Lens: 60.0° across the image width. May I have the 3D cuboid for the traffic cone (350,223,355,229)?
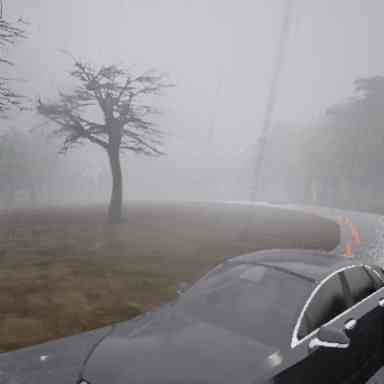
[{"bbox_3d":[10.591,2.504,21.685,0.340,0.580,0.340,-1,-2,24],"label":"traffic cone"}]

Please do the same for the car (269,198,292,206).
[{"bbox_3d":[16.323,1.765,61.604,2.033,1.411,5.357,-2,2,-19],"label":"car"}]

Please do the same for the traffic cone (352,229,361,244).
[{"bbox_3d":[8.574,2.380,17.262,0.340,0.580,0.340,-1,-2,27],"label":"traffic cone"}]

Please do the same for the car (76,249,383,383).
[{"bbox_3d":[1.075,1.568,4.089,4.892,1.490,1.837,1,-1,-43],"label":"car"}]

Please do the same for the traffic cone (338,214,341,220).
[{"bbox_3d":[15.653,2.658,35.218,0.340,0.580,0.340,-1,0,13],"label":"traffic cone"}]

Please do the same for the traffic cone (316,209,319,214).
[{"bbox_3d":[16.814,2.595,44.575,0.340,0.580,0.340,-2,1,1],"label":"traffic cone"}]

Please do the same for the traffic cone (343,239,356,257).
[{"bbox_3d":[6.213,2.252,13.219,0.340,0.580,0.340,-1,-2,34],"label":"traffic cone"}]

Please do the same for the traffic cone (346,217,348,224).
[{"bbox_3d":[14.367,2.641,30.675,0.340,0.580,0.340,-1,-1,19],"label":"traffic cone"}]

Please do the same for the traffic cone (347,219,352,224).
[{"bbox_3d":[12.616,2.589,26.256,0.340,0.580,0.340,-1,-1,24],"label":"traffic cone"}]
